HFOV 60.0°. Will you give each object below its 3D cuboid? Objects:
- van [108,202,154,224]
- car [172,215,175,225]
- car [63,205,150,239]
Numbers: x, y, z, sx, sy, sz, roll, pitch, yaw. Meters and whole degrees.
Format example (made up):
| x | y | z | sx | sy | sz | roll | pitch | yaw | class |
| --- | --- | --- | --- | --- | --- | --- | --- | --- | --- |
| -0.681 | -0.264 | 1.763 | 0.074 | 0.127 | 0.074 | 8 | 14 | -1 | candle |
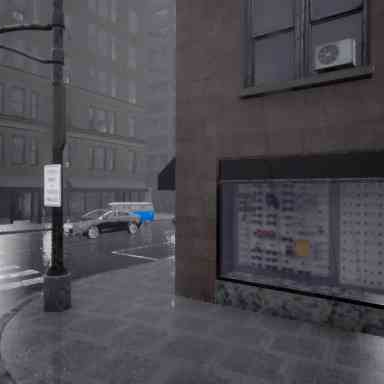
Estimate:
| x | y | z | sx | sy | sz | roll | pitch | yaw | class |
| --- | --- | --- | --- | --- | --- | --- | --- | --- | --- |
| -4.507 | 1.636 | 24.169 | 1.690 | 1.788 | 3.998 | -1 | -1 | 35 | van |
| 0.259 | 1.947 | 26.451 | 1.994 | 1.385 | 4.181 | 0 | -1 | 35 | car |
| -4.995 | 1.726 | 18.987 | 2.128 | 1.511 | 4.902 | 0 | -1 | 35 | car |
